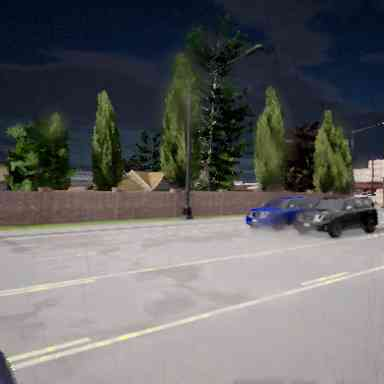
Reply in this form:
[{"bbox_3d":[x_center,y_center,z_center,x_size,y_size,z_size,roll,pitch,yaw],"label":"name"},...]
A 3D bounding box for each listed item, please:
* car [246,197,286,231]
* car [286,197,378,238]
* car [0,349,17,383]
[{"bbox_3d":[5.926,1.322,20.996,5.566,2.045,2.150,0,0,-36],"label":"car"},{"bbox_3d":[7.956,1.282,18.145,5.566,2.045,2.150,0,0,-36],"label":"car"},{"bbox_3d":[-3.546,1.544,1.217,5.357,1.411,2.033,0,0,-36],"label":"car"}]
